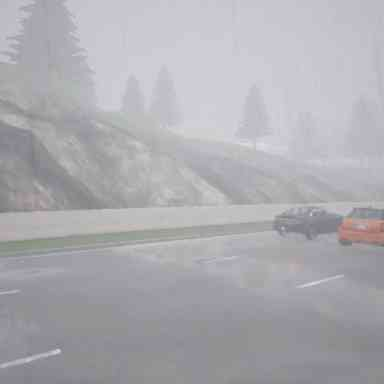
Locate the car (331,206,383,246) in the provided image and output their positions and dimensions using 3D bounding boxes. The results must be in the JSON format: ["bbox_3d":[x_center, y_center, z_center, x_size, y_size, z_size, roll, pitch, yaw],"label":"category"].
[{"bbox_3d":[8.244,1.363,14.049,4.553,1.767,2.097,0,0,-35],"label":"car"}]

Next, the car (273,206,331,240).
[{"bbox_3d":[6.236,1.492,16.916,4.902,1.511,2.128,0,0,-35],"label":"car"}]
